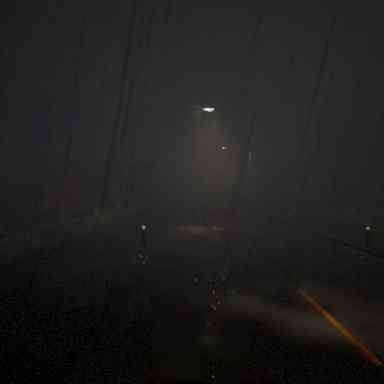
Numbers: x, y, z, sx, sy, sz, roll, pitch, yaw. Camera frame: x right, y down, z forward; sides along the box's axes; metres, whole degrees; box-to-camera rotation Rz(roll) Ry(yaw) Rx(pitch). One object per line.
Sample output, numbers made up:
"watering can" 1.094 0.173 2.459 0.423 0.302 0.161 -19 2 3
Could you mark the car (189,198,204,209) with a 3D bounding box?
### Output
"car" 0.622 1.522 44.495 1.812 1.442 4.674 0 0 0
